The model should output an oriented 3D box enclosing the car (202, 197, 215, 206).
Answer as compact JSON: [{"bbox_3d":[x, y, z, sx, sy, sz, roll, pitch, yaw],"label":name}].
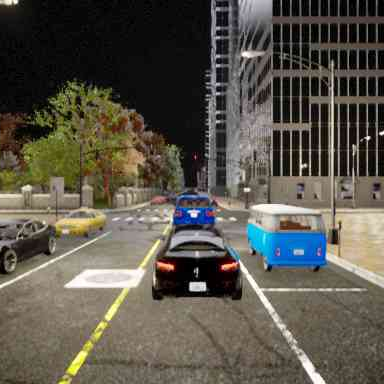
[{"bbox_3d":[2.684,1.483,54.291,1.947,1.339,4.313,0,0,0],"label":"car"}]

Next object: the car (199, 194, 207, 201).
[{"bbox_3d":[2.680,1.304,82.696,1.967,1.590,4.097,0,0,0],"label":"car"}]

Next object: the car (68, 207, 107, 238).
[{"bbox_3d":[-5.820,1.500,17.716,1.752,1.417,4.829,0,0,0],"label":"car"}]

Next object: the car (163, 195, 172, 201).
[{"bbox_3d":[-5.701,1.459,77.018,1.802,1.307,4.206,0,0,0],"label":"car"}]

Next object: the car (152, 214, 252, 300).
[{"bbox_3d":[0.102,1.515,8.209,1.812,1.442,4.674,0,0,0],"label":"car"}]

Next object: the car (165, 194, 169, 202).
[{"bbox_3d":[-5.698,1.459,59.969,2.008,1.369,4.403,0,0,0],"label":"car"}]

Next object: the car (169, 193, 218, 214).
[{"bbox_3d":[0.098,1.194,18.559,2.150,2.045,5.566,0,0,0],"label":"car"}]

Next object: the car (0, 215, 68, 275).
[{"bbox_3d":[-5.770,1.551,10.482,1.947,1.339,4.313,0,0,0],"label":"car"}]

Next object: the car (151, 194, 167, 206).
[{"bbox_3d":[-5.697,1.462,54.287,1.887,1.381,4.507,0,0,0],"label":"car"}]

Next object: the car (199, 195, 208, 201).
[{"bbox_3d":[2.680,1.443,77.015,1.947,1.339,4.313,0,0,0],"label":"car"}]

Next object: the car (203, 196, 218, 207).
[{"bbox_3d":[2.685,1.366,48.610,1.967,1.590,4.097,0,0,0],"label":"car"}]

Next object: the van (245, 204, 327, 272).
[{"bbox_3d":[2.773,1.327,10.484,1.690,1.788,3.998,0,0,0],"label":"van"}]
